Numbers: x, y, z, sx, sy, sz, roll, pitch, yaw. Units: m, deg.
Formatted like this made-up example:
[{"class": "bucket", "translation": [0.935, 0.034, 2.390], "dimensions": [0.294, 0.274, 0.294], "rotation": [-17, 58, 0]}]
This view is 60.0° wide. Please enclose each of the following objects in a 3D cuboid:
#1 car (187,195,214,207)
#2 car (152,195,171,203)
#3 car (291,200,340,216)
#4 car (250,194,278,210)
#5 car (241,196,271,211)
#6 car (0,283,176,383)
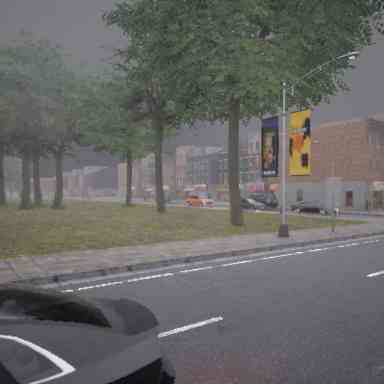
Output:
[{"class": "car", "translation": [1.201, 1.273, 48.767], "dimensions": [2.097, 1.767, 4.553], "rotation": [1, 0, -35]}, {"class": "car", "translation": [-5.885, 1.358, 63.697], "dimensions": [2.128, 1.511, 4.902], "rotation": [1, 0, -35]}, {"class": "car", "translation": [12.251, 1.568, 33.288], "dimensions": [2.128, 1.511, 4.902], "rotation": [1, 0, -36]}, {"class": "car", "translation": [8.636, 1.227, 43.376], "dimensions": [2.150, 2.045, 5.566], "rotation": [1, 0, -35]}, {"class": "car", "translation": [6.922, 1.519, 40.744], "dimensions": [1.812, 1.442, 4.674], "rotation": [1, 0, -36]}, {"class": "car", "translation": [-2.413, 1.502, 1.958], "dimensions": [4.892, 1.490, 1.837], "rotation": [0, 0, -36]}]
